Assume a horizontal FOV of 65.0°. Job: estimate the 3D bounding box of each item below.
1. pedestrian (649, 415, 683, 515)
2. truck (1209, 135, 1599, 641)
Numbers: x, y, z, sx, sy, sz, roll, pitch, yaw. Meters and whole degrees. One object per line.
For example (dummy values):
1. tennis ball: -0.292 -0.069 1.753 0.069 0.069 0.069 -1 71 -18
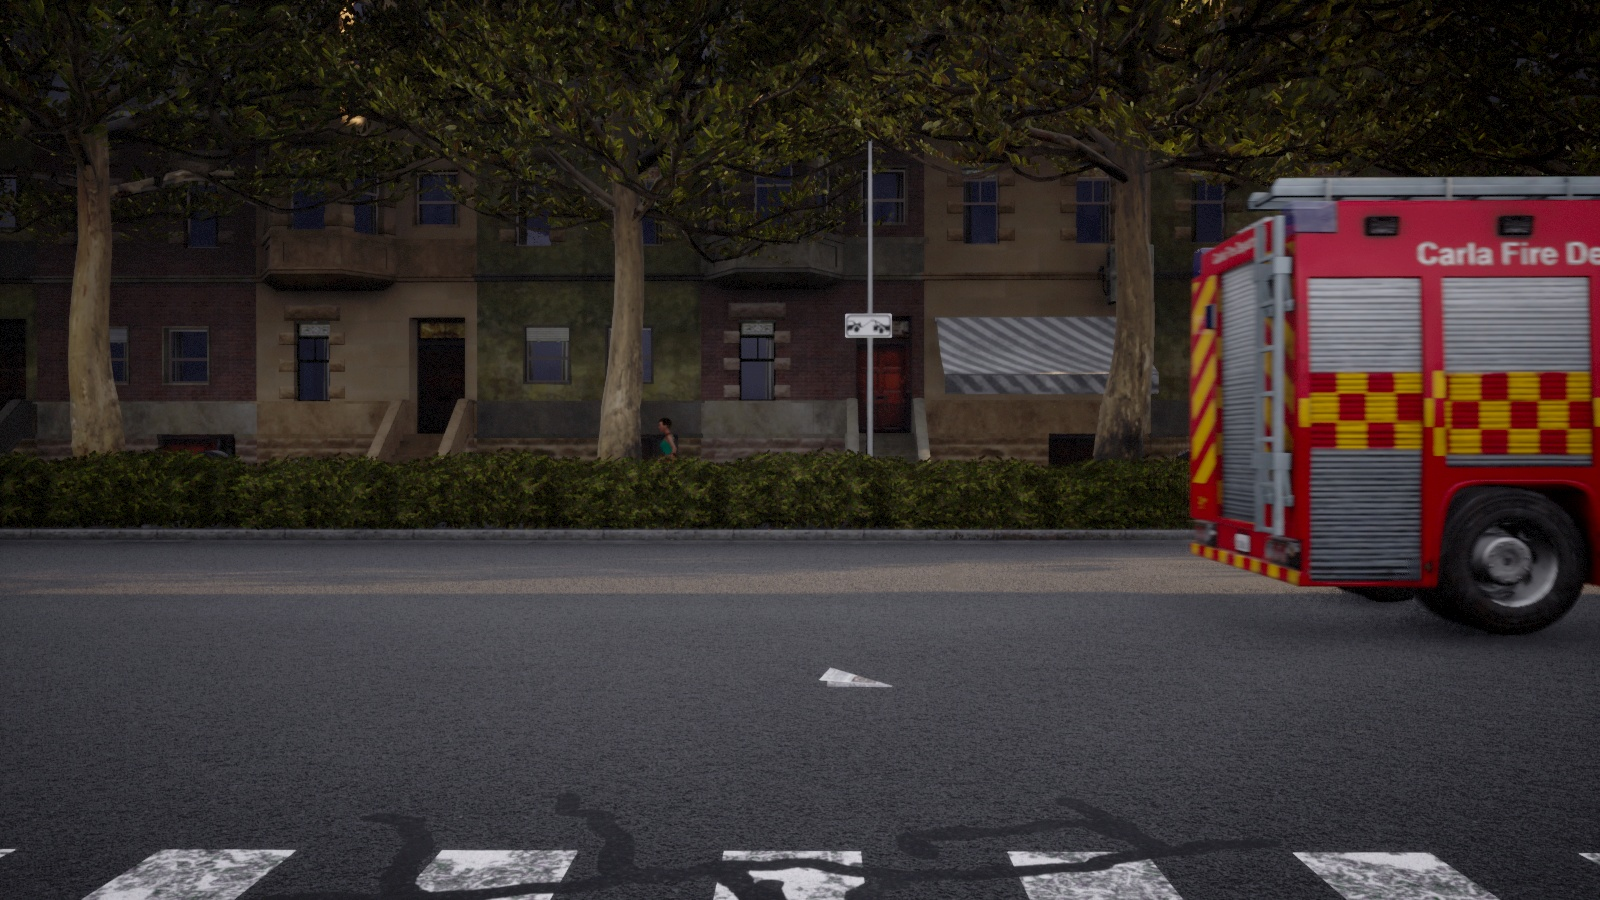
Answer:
1. pedestrian: -2.465 0.271 23.082 0.594 1.836 0.345 0 0 0
2. truck: 8.255 -0.473 10.905 8.468 3.827 2.891 0 0 1
